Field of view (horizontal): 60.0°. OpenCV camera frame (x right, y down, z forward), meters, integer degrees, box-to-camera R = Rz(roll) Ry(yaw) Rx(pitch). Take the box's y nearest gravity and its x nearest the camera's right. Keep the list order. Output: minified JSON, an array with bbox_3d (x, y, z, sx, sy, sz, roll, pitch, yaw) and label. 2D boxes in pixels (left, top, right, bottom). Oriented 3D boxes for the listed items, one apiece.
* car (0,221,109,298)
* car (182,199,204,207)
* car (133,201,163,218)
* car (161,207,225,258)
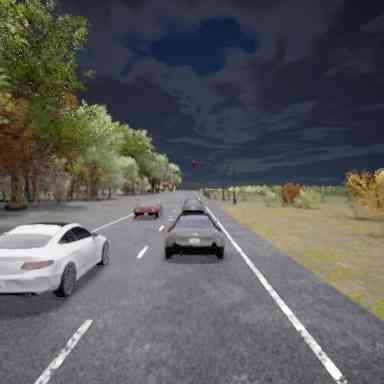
[{"bbox_3d":[-3.434,1.450,8.187,1.812,1.442,4.674,0,1,0],"label":"car"},{"bbox_3d":[0.092,1.287,29.825,1.994,1.385,4.181,0,1,0],"label":"car"},{"bbox_3d":[-3.408,1.352,26.826,1.895,1.301,4.718,0,1,0],"label":"car"},{"bbox_3d":[0.083,1.451,12.227,1.994,1.385,4.181,0,0,0],"label":"car"}]
